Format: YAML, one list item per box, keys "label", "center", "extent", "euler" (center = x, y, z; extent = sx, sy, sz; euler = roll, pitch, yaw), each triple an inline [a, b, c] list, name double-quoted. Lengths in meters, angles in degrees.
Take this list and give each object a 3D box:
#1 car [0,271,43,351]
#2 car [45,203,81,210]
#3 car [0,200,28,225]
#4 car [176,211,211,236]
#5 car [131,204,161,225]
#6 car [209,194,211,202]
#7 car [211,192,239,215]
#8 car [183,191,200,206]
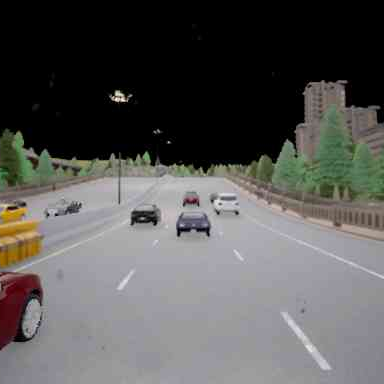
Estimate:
- label: "car"
  center: [-3.399, 1.516, 3.544]
  extent: [1.882, 1.535, 5.008]
  euler: [0, 0, 0]
- label: "car"
  center: [-10.568, 1.304, 27.564]
  extent: [2.128, 1.511, 4.902]
  euler: [0, 1, 0]
- label: "car"
  center: [-14.051, 1.656, 24.422]
  extent: [1.882, 1.535, 5.008]
  euler: [0, 1, 0]
- label: "car"
  center: [0.070, 1.800, 19.977]
  extent: [1.895, 1.301, 4.718]
  euler: [0, 0, 0]
- label: "car"
  center: [-3.459, 1.642, 25.651]
  extent: [1.882, 1.535, 5.008]
  euler: [0, 1, 0]
- label: "car"
  center: [3.346, 0.723, 44.805]
  extent: [1.895, 1.301, 4.718]
  euler: [0, 5, 0]
- label: "car"
  center: [3.400, 1.131, 33.420]
  extent: [2.150, 2.045, 5.566]
  euler: [0, 3, 0]
- label: "car"
  center: [-0.083, 0.695, 42.218]
  extent: [2.097, 1.767, 4.553]
  euler: [0, 4, 0]
